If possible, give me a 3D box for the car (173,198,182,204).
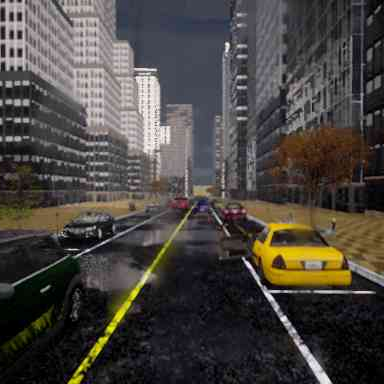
[{"bbox_3d":[-3.412,2.089,79.259,1.887,1.381,4.507,-1,0,2],"label":"car"}]

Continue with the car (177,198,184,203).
[{"bbox_3d":[-3.084,2.211,90.503,1.802,1.307,4.206,-1,0,2],"label":"car"}]

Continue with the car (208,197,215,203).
[{"bbox_3d":[5.297,2.160,90.429,1.752,1.417,4.829,-1,0,2],"label":"car"}]

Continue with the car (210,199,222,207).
[{"bbox_3d":[4.473,1.989,62.147,1.947,1.339,4.313,-1,0,2],"label":"car"}]

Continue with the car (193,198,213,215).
[{"bbox_3d":[1.173,1.777,38.098,1.812,1.442,4.674,0,-1,2],"label":"car"}]

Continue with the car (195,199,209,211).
[{"bbox_3d":[1.447,1.827,48.328,1.837,1.490,4.892,0,0,2],"label":"car"}]

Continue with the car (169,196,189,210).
[{"bbox_3d":[-1.627,1.643,47.747,2.150,2.045,5.566,0,0,2],"label":"car"}]

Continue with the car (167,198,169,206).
[{"bbox_3d":[-3.906,1.859,62.392,1.967,1.590,4.097,-1,0,2],"label":"car"}]

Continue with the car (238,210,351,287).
[{"bbox_3d":[2.608,1.518,9.497,1.801,1.575,5.366,0,0,2],"label":"car"}]

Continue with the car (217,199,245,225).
[{"bbox_3d":[3.486,1.627,28.414,1.967,1.590,4.097,-1,0,2],"label":"car"}]

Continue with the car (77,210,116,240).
[{"bbox_3d":[-5.216,1.659,17.412,2.008,1.369,4.403,-1,0,2],"label":"car"}]

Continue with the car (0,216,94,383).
[{"bbox_3d":[-3.003,1.376,4.019,2.097,1.767,4.553,0,0,2],"label":"car"}]

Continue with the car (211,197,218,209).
[{"bbox_3d":[4.149,1.869,51.074,1.752,1.417,4.829,-1,0,2],"label":"car"}]

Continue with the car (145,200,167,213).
[{"bbox_3d":[-4.560,1.810,39.902,2.008,1.369,4.403,-1,0,2],"label":"car"}]
